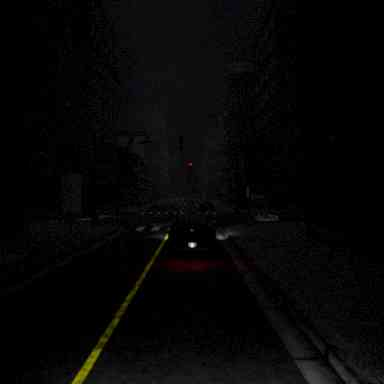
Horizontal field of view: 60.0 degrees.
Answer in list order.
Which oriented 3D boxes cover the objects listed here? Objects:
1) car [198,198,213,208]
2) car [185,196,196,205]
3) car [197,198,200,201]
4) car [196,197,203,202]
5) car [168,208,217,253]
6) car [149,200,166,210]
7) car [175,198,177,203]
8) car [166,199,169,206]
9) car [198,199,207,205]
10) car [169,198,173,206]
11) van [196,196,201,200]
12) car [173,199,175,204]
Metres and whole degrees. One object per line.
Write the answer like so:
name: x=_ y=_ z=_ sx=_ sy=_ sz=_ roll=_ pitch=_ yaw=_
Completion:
car: x=2.371 y=2.113 z=53.044 sx=1.947 sy=1.339 sz=4.313 roll=0 pitch=-1 yaw=0
car: x=-0.219 y=2.343 z=79.361 sx=1.837 sy=1.490 sz=4.892 roll=0 pitch=-1 yaw=0
car: x=2.391 y=2.254 z=64.066 sx=1.802 sy=1.307 sz=4.206 roll=0 pitch=-1 yaw=0
car: x=2.401 y=2.302 z=69.576 sx=1.947 sy=1.339 sz=4.313 roll=0 pitch=-1 yaw=0
car: x=0.016 y=1.645 z=14.293 sx=1.837 sy=1.490 sz=4.892 roll=0 pitch=0 yaw=0
car: x=-5.654 y=1.987 z=53.060 sx=1.967 sy=1.590 sz=4.097 roll=0 pitch=-1 yaw=0
car: x=-5.595 y=2.375 z=86.122 sx=1.967 sy=1.590 sz=4.097 roll=0 pitch=-1 yaw=0
car: x=-5.644 y=2.049 z=58.571 sx=1.967 sy=1.590 sz=4.097 roll=0 pitch=-1 yaw=0
car: x=2.420 y=2.418 z=80.597 sx=2.008 sy=1.369 sz=4.403 roll=0 pitch=-1 yaw=0
car: x=-5.624 y=2.318 z=69.590 sx=1.802 sy=1.307 sz=4.206 roll=0 pitch=-1 yaw=0
van: x=2.410 y=2.142 z=75.089 sx=1.690 sy=1.788 sz=3.998 roll=0 pitch=-1 yaw=0
car: x=-5.614 y=2.352 z=75.100 sx=2.008 sy=1.369 sz=4.403 roll=0 pitch=-1 yaw=0
